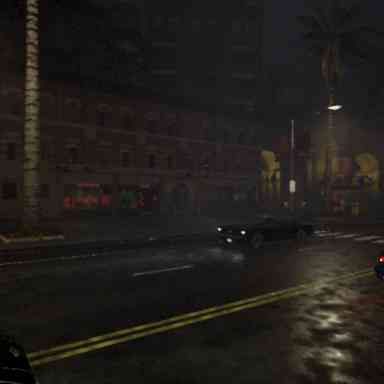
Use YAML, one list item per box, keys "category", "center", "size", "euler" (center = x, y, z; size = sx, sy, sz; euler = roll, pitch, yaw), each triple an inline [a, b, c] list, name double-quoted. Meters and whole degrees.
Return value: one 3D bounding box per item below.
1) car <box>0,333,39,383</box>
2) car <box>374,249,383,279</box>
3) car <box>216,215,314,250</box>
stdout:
- category: "car"
  center: [-3.100, 1.340, 1.516]
  size: [4.553, 1.767, 2.097]
  euler: [0, 0, -36]
- category: "car"
  center: [6.850, 1.643, 8.678]
  size: [5.357, 1.411, 2.033]
  euler: [1, 0, -35]
- category: "car"
  center: [3.352, 1.707, 15.013]
  size: [4.718, 1.301, 1.895]
  euler: [1, 0, -36]
